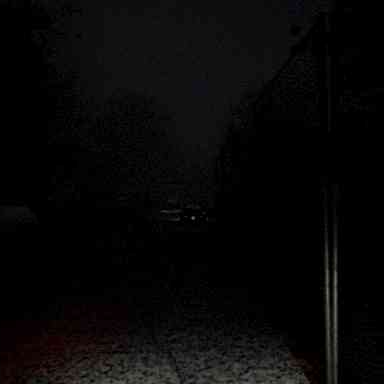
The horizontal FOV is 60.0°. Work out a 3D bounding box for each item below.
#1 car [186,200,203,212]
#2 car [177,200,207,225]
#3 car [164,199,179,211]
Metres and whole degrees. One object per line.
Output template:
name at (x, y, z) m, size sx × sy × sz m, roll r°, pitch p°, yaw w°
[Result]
car at (0.414, 1.705, 41.894) m, size 1.994 × 1.385 × 4.181 m, roll 0°, pitch -1°, yaw 2°
car at (0.081, 1.506, 23.778) m, size 1.812 × 1.442 × 4.674 m, roll 0°, pitch 0°, yaw 0°
car at (-2.456, 1.632, 43.449) m, size 1.882 × 1.535 × 5.008 m, roll 0°, pitch -1°, yaw 3°
